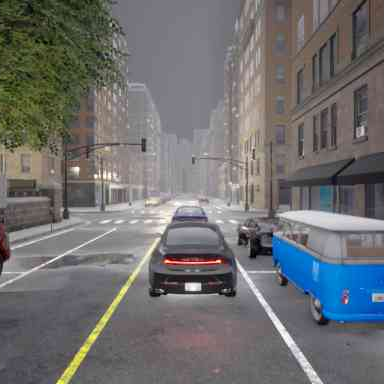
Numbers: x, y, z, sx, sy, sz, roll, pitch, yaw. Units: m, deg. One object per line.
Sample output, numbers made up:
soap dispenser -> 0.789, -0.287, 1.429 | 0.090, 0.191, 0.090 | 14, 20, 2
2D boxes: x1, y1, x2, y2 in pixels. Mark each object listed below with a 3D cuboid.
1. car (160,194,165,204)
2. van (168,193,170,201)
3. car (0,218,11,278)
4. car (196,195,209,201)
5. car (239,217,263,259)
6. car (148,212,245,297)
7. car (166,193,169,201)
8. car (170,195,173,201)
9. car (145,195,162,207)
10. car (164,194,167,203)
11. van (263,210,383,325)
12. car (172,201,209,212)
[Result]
car -> -6.087, 1.521, 55.854 | 2.008, 1.369, 4.403 | 0, 0, 0
van -> -6.212, 1.311, 72.206 | 1.690, 1.788, 3.998 | 0, 0, 0
car -> -5.715, 1.314, 6.716 | 2.192, 1.841, 5.009 | 0, 0, 0
car -> 2.354, 1.409, 66.856 | 1.967, 1.590, 4.097 | 0, 0, 0
car -> 2.767, 1.563, 12.481 | 1.947, 1.339, 4.313 | 0, 0, 0
car -> 0.010, 1.503, 8.563 | 1.837, 1.490, 4.892 | 0, 0, 0
car -> -6.170, 1.514, 66.755 | 1.887, 1.381, 4.507 | 0, 0, 0
car -> -6.253, 1.522, 77.656 | 2.008, 1.369, 4.403 | 0, 0, 0
car -> -6.045, 1.497, 50.233 | 1.752, 1.417, 4.829 | 0, 0, 0
car -> -6.129, 1.514, 61.305 | 1.887, 1.381, 4.507 | 0, 0, 0
van -> 2.809, 1.340, 6.820 | 1.690, 1.788, 3.998 | 0, 0, 0
car -> -0.099, 1.472, 18.059 | 1.882, 1.535, 5.008 | 0, 0, 0
